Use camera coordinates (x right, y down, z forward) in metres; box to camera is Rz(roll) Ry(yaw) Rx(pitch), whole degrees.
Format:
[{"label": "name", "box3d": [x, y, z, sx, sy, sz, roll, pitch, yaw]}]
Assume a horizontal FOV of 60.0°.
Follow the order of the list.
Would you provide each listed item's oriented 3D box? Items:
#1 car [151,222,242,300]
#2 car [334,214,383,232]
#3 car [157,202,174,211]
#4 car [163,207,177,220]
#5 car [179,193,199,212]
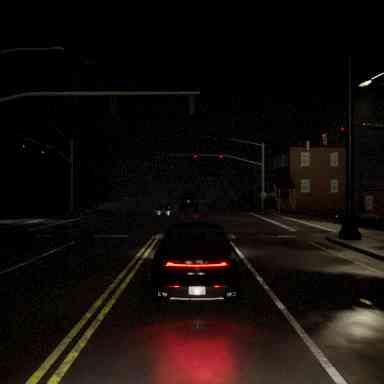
[{"label": "car", "box3d": [0.087, 1.505, 8.336, 1.837, 1.490, 4.892, 0, 0, 0]}, {"label": "car", "box3d": [14.973, 2.537, 28.836, 4.718, 1.301, 1.895, 8, 0, 0]}, {"label": "car", "box3d": [-3.668, 2.056, 45.633, 2.033, 1.411, 5.357, 0, -4, 0]}, {"label": "car", "box3d": [-3.681, 3.615, 55.736, 2.033, 1.411, 5.357, 0, -12, 0]}, {"label": "car", "box3d": [-0.330, 1.259, 39.309, 2.150, 2.045, 5.566, 0, -3, 1]}]
